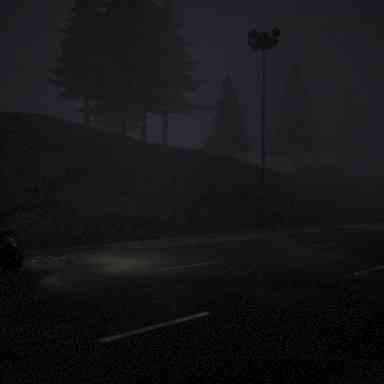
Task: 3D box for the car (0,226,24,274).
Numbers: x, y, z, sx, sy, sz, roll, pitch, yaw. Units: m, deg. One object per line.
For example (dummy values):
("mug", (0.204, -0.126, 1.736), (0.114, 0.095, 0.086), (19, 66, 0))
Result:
("car", (-6.889, 1.224, 7.423), (5.566, 2.045, 2.150), (0, 0, -36))
